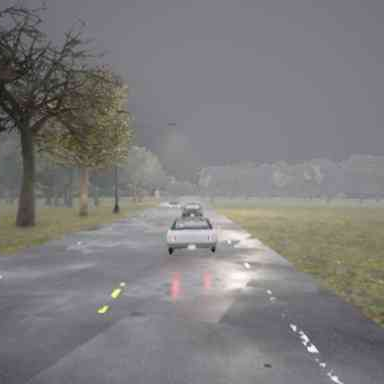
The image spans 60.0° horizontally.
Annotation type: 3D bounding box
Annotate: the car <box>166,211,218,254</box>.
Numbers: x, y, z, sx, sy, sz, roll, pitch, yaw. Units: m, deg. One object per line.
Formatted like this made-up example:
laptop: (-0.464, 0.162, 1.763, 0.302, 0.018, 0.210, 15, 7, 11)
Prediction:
car: (-0.002, 1.693, 14.070, 1.895, 1.301, 4.718, -1, 0, 0)

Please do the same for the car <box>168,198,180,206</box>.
car: (-3.424, 1.870, 63.861, 1.837, 1.490, 4.892, 0, 0, 0)

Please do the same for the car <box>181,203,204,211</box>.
car: (0.038, 1.707, 29.339, 1.812, 1.442, 4.674, 0, 0, 0)
